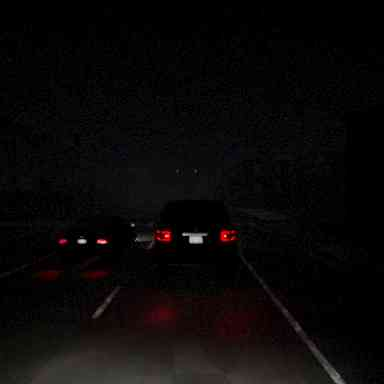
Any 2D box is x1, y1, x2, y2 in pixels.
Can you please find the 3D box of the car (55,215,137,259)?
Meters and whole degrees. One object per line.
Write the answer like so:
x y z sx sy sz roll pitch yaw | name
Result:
-3.400 1.589 12.791 2.033 1.411 5.357 0 0 0 | car

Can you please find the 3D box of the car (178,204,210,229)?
0.109 1.625 23.706 2.033 1.411 5.357 0 0 0 | car

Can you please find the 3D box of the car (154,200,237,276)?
0.097 1.253 10.560 2.150 2.045 5.566 0 -1 0 | car
